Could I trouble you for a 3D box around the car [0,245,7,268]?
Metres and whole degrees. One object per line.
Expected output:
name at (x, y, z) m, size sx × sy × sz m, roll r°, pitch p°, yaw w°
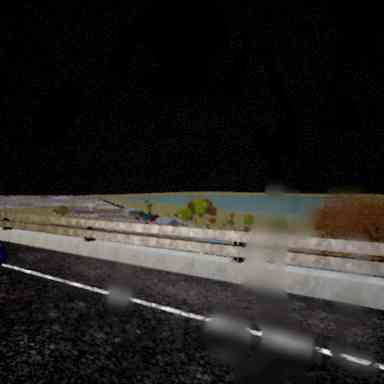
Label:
car at (-7.109, 1.579, 9.114) m, size 4.718 × 1.301 × 1.895 m, roll 0°, pitch 0°, yaw 36°
